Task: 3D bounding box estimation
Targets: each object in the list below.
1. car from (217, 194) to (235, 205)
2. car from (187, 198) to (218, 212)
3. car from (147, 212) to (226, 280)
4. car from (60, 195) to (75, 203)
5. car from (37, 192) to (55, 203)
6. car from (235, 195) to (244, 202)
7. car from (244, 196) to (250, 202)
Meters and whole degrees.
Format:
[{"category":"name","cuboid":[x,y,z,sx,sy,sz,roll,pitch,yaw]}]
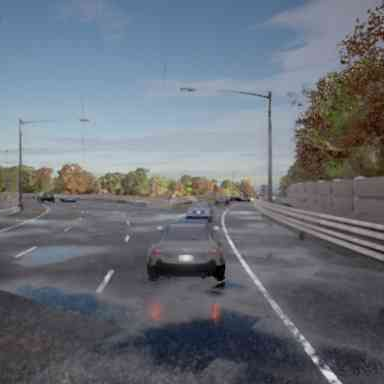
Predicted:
[{"category":"car","cuboid":[4.713,1.183,49.782,2.128,1.511,4.902,0,0,13]},{"category":"car","cuboid":[0.664,1.400,24.556,2.033,1.411,5.357,0,0,5]},{"category":"car","cuboid":[-0.122,1.506,9.802,1.994,1.385,4.181,0,0,1]},{"category":"car","cuboid":[-22.883,1.274,61.022,1.994,1.385,4.181,0,0,-34]},{"category":"car","cuboid":[-26.493,0.948,60.139,2.150,2.045,5.566,0,0,-35]},{"category":"car","cuboid":[8.402,1.231,64.839,1.882,1.535,5.008,0,-1,14]},{"category":"car","cuboid":[11.784,1.716,78.287,2.033,1.411,5.357,0,-3,15]}]
